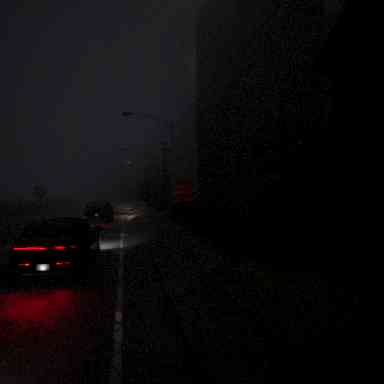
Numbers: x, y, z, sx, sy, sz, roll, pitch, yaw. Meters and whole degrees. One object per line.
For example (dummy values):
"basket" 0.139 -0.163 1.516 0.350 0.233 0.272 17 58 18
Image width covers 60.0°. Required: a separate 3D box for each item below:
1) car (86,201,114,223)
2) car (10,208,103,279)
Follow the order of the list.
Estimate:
"car" -6.955 1.399 24.987 1.882 1.535 5.008 0 0 -11
"car" -3.901 1.477 10.059 1.837 1.490 4.892 0 0 -11
